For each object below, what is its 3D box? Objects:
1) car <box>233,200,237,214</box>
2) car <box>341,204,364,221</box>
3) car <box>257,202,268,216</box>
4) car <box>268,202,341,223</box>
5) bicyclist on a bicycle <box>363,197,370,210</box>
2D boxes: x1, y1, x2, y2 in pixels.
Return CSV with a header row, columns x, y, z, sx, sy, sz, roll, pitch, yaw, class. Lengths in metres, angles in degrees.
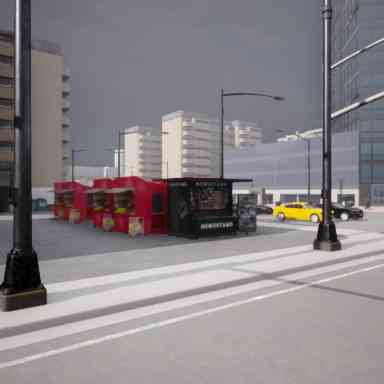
x,y,z,sx,sy,sz,roll,pitch,yaw,class
3.119,1.454,34.928,2.150,2.045,5.566,0,-1,-36,car
12.056,1.587,28.562,1.882,1.535,5.008,0,-1,-36,car
6.772,1.778,35.845,1.994,1.385,4.181,0,-1,-36,car
8.952,1.589,26.846,1.882,1.535,5.008,0,-1,-38,car
22.311,1.466,42.485,1.656,1.620,0.582,0,0,-36,bicyclist on a bicycle
